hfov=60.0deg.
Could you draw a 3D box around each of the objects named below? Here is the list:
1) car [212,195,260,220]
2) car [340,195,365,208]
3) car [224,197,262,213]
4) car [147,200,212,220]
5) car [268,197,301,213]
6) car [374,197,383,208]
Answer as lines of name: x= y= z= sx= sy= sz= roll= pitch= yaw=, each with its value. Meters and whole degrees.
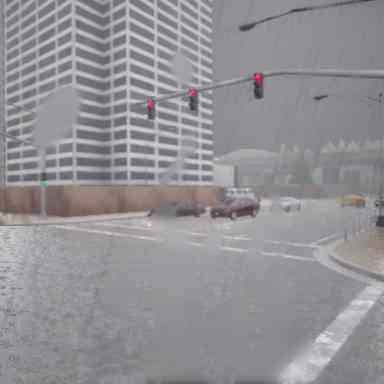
car: x=3.336 y=1.259 z=25.795 sx=1.882 sy=1.535 sz=5.008 roll=0 pitch=1 yaw=39
car: x=19.292 y=1.070 z=39.856 sx=1.882 sy=1.535 sz=5.008 roll=0 pitch=1 yaw=39
car: x=5.203 y=1.275 z=33.727 sx=1.994 sy=1.385 sz=4.181 roll=0 pitch=1 yaw=39
car: x=-1.035 y=1.350 z=25.932 sx=2.033 sy=1.411 sz=5.357 roll=0 pitch=1 yaw=39
car: x=9.446 y=1.218 z=33.421 sx=1.812 sy=1.442 sz=4.674 roll=0 pitch=1 yaw=39
car: x=22.112 y=1.194 z=37.778 sx=1.895 sy=1.301 sz=4.718 roll=0 pitch=1 yaw=39
